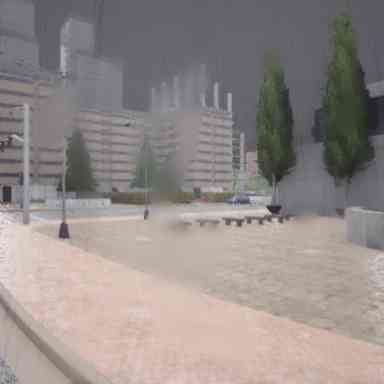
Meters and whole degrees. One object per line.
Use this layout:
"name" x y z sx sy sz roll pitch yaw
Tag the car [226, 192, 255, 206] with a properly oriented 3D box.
"car" 7.775 1.315 55.610 4.553 1.767 2.097 0 0 -38
